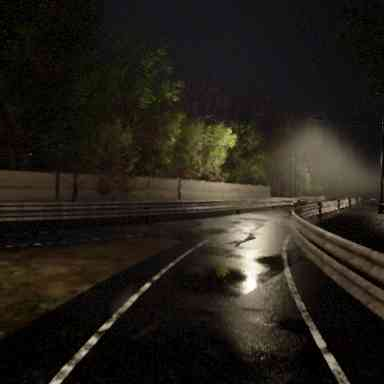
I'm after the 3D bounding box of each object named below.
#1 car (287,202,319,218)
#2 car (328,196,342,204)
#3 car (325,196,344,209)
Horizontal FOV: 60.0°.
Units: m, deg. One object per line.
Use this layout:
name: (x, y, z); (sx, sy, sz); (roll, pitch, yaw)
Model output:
car: (9.944, 1.517, 29.436); (1.895, 1.301, 4.718); (2, 1, 32)
car: (28.383, 1.499, 65.922); (1.882, 1.535, 5.008); (2, 0, 31)
car: (18.836, 1.473, 43.902); (1.837, 1.490, 4.892); (2, 1, 32)
